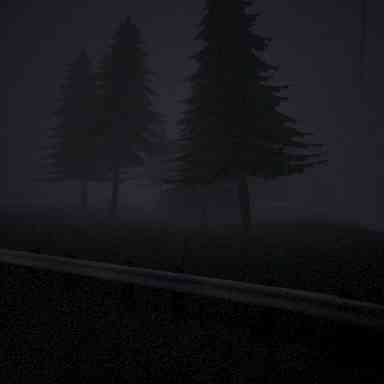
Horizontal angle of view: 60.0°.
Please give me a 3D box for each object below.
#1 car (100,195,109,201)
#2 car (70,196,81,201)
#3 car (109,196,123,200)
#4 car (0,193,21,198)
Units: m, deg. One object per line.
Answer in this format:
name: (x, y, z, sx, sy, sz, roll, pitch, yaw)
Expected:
car: (-21.588, 1.525, 82.641, 2.128, 1.511, 4.902, 0, 0, -6)
car: (-28.561, 1.595, 81.862, 1.895, 1.301, 4.718, 0, 0, -6)
car: (-17.903, 1.595, 80.027, 1.895, 1.301, 4.718, 0, 0, -2)
car: (-38.980, 1.225, 71.219, 2.150, 2.045, 5.566, 0, 0, 5)
